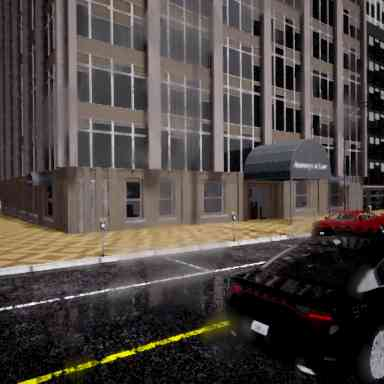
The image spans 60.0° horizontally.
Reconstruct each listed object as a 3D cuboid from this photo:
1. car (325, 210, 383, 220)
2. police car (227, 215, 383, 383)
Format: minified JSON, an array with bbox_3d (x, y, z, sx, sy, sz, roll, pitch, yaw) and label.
[{"bbox_3d":[7.474,1.542,15.764,4.507,1.381,1.887,0,-1,-35],"label":"car"},{"bbox_3d":[2.920,1.424,5.516,5.238,1.638,1.930,0,0,-35],"label":"police car"}]
